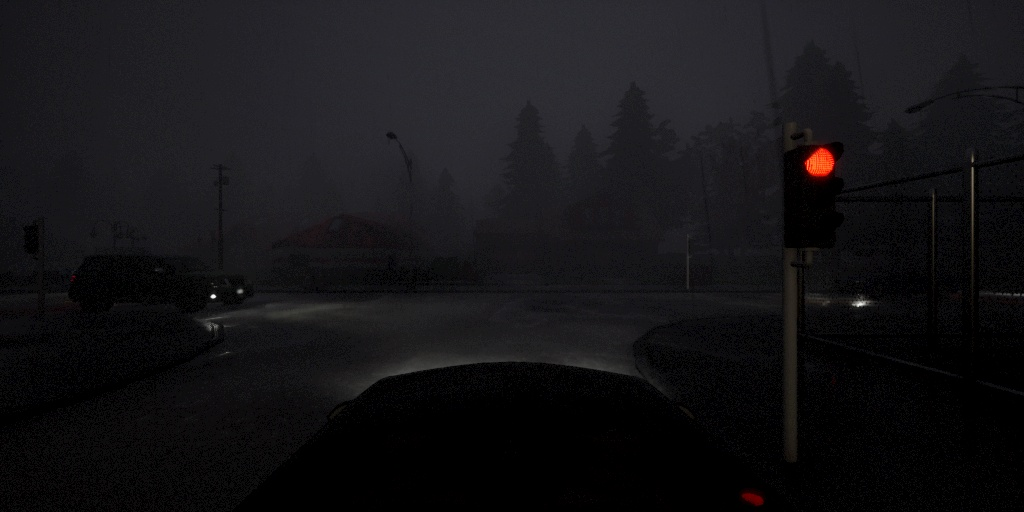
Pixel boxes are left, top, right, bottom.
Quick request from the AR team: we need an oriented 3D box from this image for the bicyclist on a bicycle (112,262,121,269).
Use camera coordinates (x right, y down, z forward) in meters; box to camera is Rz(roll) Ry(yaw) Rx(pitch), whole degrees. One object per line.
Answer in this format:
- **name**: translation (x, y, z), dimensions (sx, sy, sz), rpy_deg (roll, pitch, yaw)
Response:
- **bicyclist on a bicycle**: translation (-23.979, 1.098, 21.830), dimensions (0.582, 1.620, 1.656), rpy_deg (0, 0, 0)

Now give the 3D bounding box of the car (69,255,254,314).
- **car**: translation (-12.943, 0.971, 13.430), dimensions (5.566, 2.045, 2.150), rpy_deg (0, 0, 0)

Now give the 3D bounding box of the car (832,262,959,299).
- **car**: translation (18.727, 1.228, 17.646), dimensions (5.008, 1.535, 1.882), rpy_deg (0, 0, 0)
